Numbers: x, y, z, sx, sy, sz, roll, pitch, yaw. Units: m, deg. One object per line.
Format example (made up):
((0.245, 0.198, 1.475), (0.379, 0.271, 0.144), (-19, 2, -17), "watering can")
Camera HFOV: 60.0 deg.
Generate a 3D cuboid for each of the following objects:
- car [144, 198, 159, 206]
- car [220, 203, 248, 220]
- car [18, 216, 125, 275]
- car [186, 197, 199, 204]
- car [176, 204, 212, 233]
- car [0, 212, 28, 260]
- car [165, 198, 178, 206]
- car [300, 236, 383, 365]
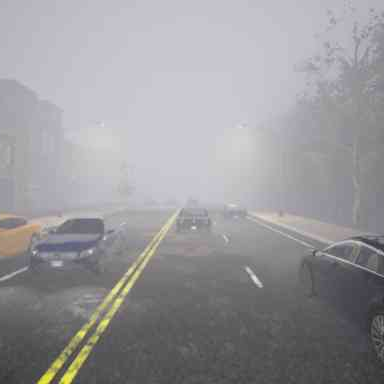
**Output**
((-6.552, 1.557, 53.777), (1.895, 1.301, 4.718), (0, 0, 1), "car")
((3.352, 1.580, 27.711), (1.895, 1.301, 4.718), (0, 0, 0), "car")
((-3.349, 1.518, 10.590), (1.812, 1.442, 4.674), (0, 0, 0), "car")
((0.103, 1.452, 48.736), (2.128, 1.511, 4.902), (0, 0, 0), "car")
((0.102, 1.586, 19.689), (1.895, 1.301, 4.718), (0, 0, 0), "car")
((-6.599, 1.470, 10.598), (1.882, 1.535, 5.008), (0, 0, 0), "car")
((-3.302, 1.556, 53.776), (1.895, 1.301, 4.718), (0, 0, 0), "car")
((3.350, 1.488, 5.631), (2.128, 1.511, 4.902), (0, 0, 0), "car")
